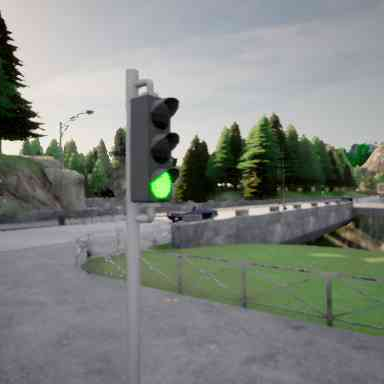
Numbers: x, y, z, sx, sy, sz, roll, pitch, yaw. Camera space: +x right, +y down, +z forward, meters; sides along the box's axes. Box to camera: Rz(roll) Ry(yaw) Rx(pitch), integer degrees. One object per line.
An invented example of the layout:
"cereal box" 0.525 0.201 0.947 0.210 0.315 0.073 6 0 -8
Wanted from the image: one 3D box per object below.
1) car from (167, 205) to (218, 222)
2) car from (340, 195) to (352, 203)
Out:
"car" 0.157 1.712 26.435 1.895 1.301 4.718 -1 0 36
"car" 34.707 1.548 74.766 1.837 1.490 4.892 -1 0 36
